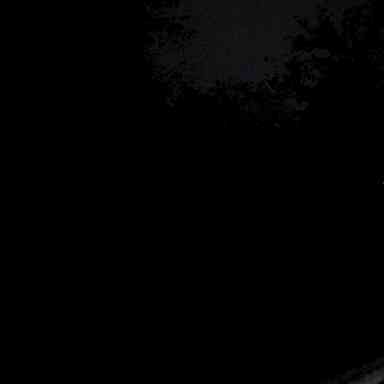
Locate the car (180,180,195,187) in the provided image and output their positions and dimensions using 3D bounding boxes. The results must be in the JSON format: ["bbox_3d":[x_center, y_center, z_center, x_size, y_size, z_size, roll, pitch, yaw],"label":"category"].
[{"bbox_3d":[0.566,-0.689,43.011,2.435,2.045,5.566,5,3,35],"label":"car"}]

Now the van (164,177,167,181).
[{"bbox_3d":[-3.351,-1.695,61.771,1.878,1.987,4.442,5,3,35],"label":"van"}]

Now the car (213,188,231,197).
[{"bbox_3d":[5.060,0.019,39.815,2.163,1.488,4.792,5,3,35],"label":"car"}]

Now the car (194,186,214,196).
[{"bbox_3d":[2.809,-0.225,41.422,2.097,1.535,5.008,5,3,35],"label":"car"}]
